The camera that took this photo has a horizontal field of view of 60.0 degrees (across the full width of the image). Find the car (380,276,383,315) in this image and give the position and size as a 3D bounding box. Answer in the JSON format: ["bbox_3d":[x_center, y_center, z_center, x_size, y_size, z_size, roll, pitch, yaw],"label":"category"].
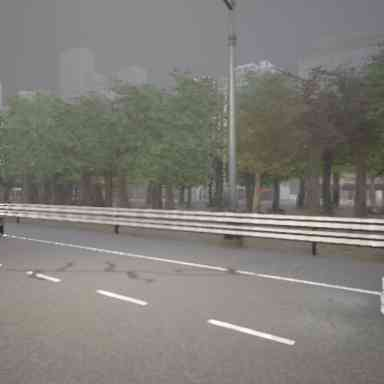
[{"bbox_3d":[5.200,1.526,4.459,4.674,1.442,1.812,0,0,35],"label":"car"}]

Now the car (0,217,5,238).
[{"bbox_3d":[-10.961,1.493,16.011,5.008,1.535,1.882,0,0,36],"label":"car"}]
